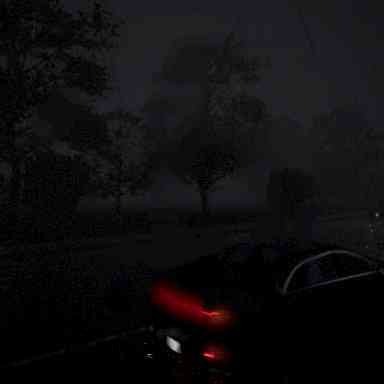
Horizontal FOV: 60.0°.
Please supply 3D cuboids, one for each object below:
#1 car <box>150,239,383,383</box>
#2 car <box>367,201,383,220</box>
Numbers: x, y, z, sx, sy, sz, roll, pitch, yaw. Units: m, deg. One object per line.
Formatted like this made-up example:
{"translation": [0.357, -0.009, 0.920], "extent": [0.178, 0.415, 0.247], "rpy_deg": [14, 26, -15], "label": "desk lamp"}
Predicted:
{"translation": [1.714, 1.498, 5.211], "extent": [4.902, 1.511, 2.128], "rpy_deg": [0, 0, -37], "label": "car"}
{"translation": [16.049, 1.509, 27.397], "extent": [4.902, 1.511, 2.128], "rpy_deg": [0, 0, -44], "label": "car"}
